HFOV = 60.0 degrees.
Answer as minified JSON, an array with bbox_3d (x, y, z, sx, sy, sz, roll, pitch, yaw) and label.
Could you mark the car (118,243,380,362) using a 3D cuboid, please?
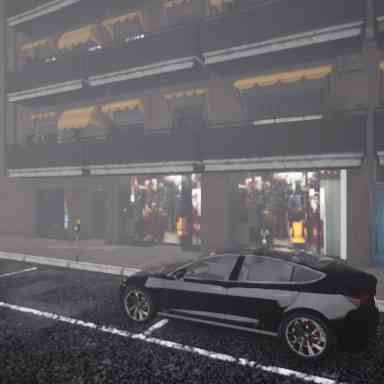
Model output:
[{"bbox_3d":[0.764,1.568,5.691,4.313,1.339,1.947,0,0,27],"label":"car"}]
